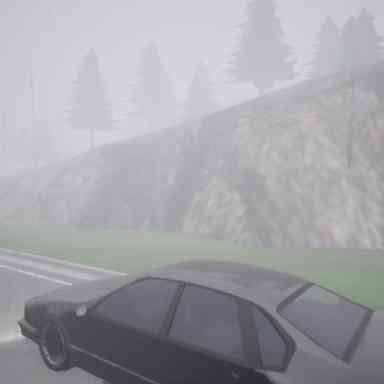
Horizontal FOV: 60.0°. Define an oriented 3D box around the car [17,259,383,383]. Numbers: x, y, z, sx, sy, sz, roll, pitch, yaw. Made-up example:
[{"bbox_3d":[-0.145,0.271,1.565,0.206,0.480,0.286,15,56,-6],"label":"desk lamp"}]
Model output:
[{"bbox_3d":[0.105,1.569,3.946,5.357,1.411,2.033,0,0,36],"label":"car"}]
